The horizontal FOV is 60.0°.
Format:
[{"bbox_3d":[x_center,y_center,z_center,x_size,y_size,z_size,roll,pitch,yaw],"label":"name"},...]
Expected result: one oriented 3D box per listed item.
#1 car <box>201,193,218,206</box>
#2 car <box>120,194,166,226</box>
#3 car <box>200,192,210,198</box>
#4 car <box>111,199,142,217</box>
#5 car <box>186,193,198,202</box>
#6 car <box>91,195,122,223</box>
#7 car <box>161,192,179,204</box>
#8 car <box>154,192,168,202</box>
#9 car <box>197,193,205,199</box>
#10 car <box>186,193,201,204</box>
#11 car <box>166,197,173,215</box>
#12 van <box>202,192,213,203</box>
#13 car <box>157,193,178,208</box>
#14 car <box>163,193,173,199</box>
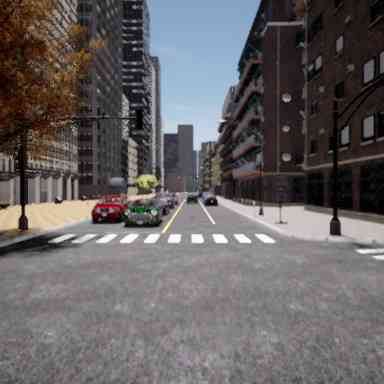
[{"bbox_3d":[2.657,1.244,46.232,1.947,1.339,4.313,0,0,0],"label":"car"},{"bbox_3d":[-3.087,1.196,21.824,2.097,1.767,4.553,0,0,-1],"label":"car"},{"bbox_3d":[2.653,1.166,51.925,1.752,1.417,4.829,0,0,0],"label":"car"},{"bbox_3d":[-5.713,1.356,29.659,1.947,1.339,4.313,0,0,0],"label":"car"},{"bbox_3d":[-0.044,1.060,63.714,2.128,1.511,4.902,0,0,0],"label":"car"},{"bbox_3d":[-5.709,1.143,24.134,2.192,1.841,5.009,0,0,0],"label":"car"},{"bbox_3d":[-3.077,1.006,49.925,2.097,1.767,4.553,0,0,0],"label":"car"},{"bbox_3d":[-5.736,0.889,62.793,2.192,1.841,5.009,0,0,0],"label":"car"},{"bbox_3d":[2.296,0.942,86.267,1.837,1.490,4.892,0,0,0],"label":"car"},{"bbox_3d":[0.064,1.137,53.408,1.837,1.490,4.892,0,0,0],"label":"car"},{"bbox_3d":[-3.120,1.383,30.810,1.895,1.301,4.718,0,0,0],"label":"car"},{"bbox_3d":[2.649,0.949,57.277,1.690,1.788,3.998,0,0,0],"label":"van"},{"bbox_3d":[-3.118,1.210,40.121,2.128,1.511,4.902,0,0,0],"label":"car"},{"bbox_3d":[-5.747,1.028,79.364,2.008,1.369,4.403,0,0,0],"label":"car"}]
